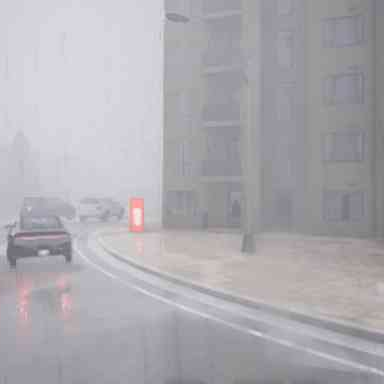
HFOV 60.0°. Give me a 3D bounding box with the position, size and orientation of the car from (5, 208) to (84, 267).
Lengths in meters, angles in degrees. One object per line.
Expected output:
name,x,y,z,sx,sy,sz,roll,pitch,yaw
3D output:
car,-5.467,1.559,11.833,2.128,1.511,4.902,0,-1,-28

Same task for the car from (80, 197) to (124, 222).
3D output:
car,-7.652,1.415,28.414,2.150,2.045,5.566,0,-1,9

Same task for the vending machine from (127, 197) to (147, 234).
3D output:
vending machine,-3.220,1.342,19.461,1.100,2.100,0.880,0,0,-10

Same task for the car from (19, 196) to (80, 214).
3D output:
car,-11.449,1.376,26.689,2.150,2.045,5.566,0,-1,6
